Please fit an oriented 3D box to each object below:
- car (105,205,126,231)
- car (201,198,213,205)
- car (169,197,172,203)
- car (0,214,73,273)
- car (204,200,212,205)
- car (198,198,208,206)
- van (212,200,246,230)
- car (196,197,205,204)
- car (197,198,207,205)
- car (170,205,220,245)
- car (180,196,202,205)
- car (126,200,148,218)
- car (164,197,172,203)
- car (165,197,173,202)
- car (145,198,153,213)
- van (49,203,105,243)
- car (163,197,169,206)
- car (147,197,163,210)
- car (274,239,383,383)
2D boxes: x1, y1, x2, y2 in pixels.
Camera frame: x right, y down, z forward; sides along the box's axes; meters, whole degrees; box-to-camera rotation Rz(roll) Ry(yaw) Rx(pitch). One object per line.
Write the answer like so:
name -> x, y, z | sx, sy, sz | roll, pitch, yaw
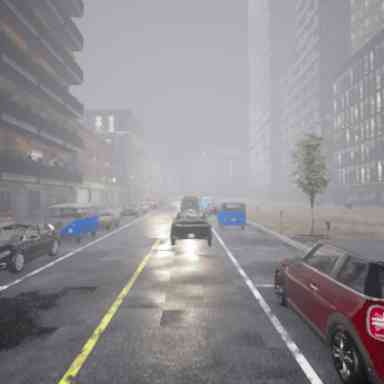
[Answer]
car -> -5.853, 1.691, 21.841 | 1.752, 1.417, 4.829 | 1, 0, 0
car -> 2.380, 1.756, 38.959 | 1.752, 1.417, 4.829 | 1, 0, 0
car -> -6.334, 2.105, 77.704 | 1.802, 1.307, 4.206 | 1, 0, 0
car -> -5.760, 1.648, 10.872 | 2.008, 1.369, 4.403 | 1, 0, 0
car -> 2.429, 1.777, 33.220 | 1.802, 1.307, 4.206 | 1, 0, 0
car -> 2.140, 1.935, 66.807 | 1.752, 1.417, 4.829 | 1, 0, 0
van -> 2.527, 1.466, 22.084 | 1.690, 1.788, 3.998 | 1, 0, 0
car -> 2.047, 1.921, 77.776 | 1.967, 1.590, 4.097 | 1, 0, 0
car -> 2.093, 1.990, 72.206 | 1.887, 1.381, 4.507 | 1, 0, 0
car -> -0.038, 1.592, 16.032 | 2.128, 1.511, 4.902 | 0, 0, 0
car -> -0.240, 1.477, 40.878 | 2.150, 2.045, 5.566 | 0, 0, 0
car -> -5.951, 1.787, 33.148 | 2.008, 1.369, 4.403 | 1, 0, 0
car -> -6.429, 2.141, 88.843 | 1.887, 1.381, 4.507 | 1, 0, 0
car -> -6.477, 2.199, 94.413 | 1.947, 1.339, 4.313 | 1, 0, 0
car -> -5.997, 1.796, 38.549 | 1.752, 1.417, 4.829 | 1, 0, 0
van -> -5.805, 1.473, 16.443 | 1.690, 1.788, 3.998 | 1, 0, 0
car -> -6.238, 1.995, 66.565 | 1.887, 1.381, 4.507 | 1, 0, 0
car -> -6.092, 1.657, 49.859 | 2.192, 1.841, 5.009 | 1, 0, 0
car -> 2.669, 1.461, 5.375 | 1.967, 1.590, 4.097 | 1, 0, 0
